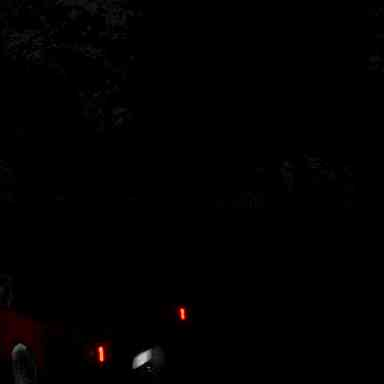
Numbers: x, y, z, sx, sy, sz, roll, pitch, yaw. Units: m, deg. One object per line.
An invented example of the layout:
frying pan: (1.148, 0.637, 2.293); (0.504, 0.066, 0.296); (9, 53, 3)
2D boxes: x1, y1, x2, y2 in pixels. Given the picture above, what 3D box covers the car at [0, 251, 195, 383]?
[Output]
car: (-2.370, 1.599, 5.068); (4.718, 1.301, 1.895); (0, 0, 35)
